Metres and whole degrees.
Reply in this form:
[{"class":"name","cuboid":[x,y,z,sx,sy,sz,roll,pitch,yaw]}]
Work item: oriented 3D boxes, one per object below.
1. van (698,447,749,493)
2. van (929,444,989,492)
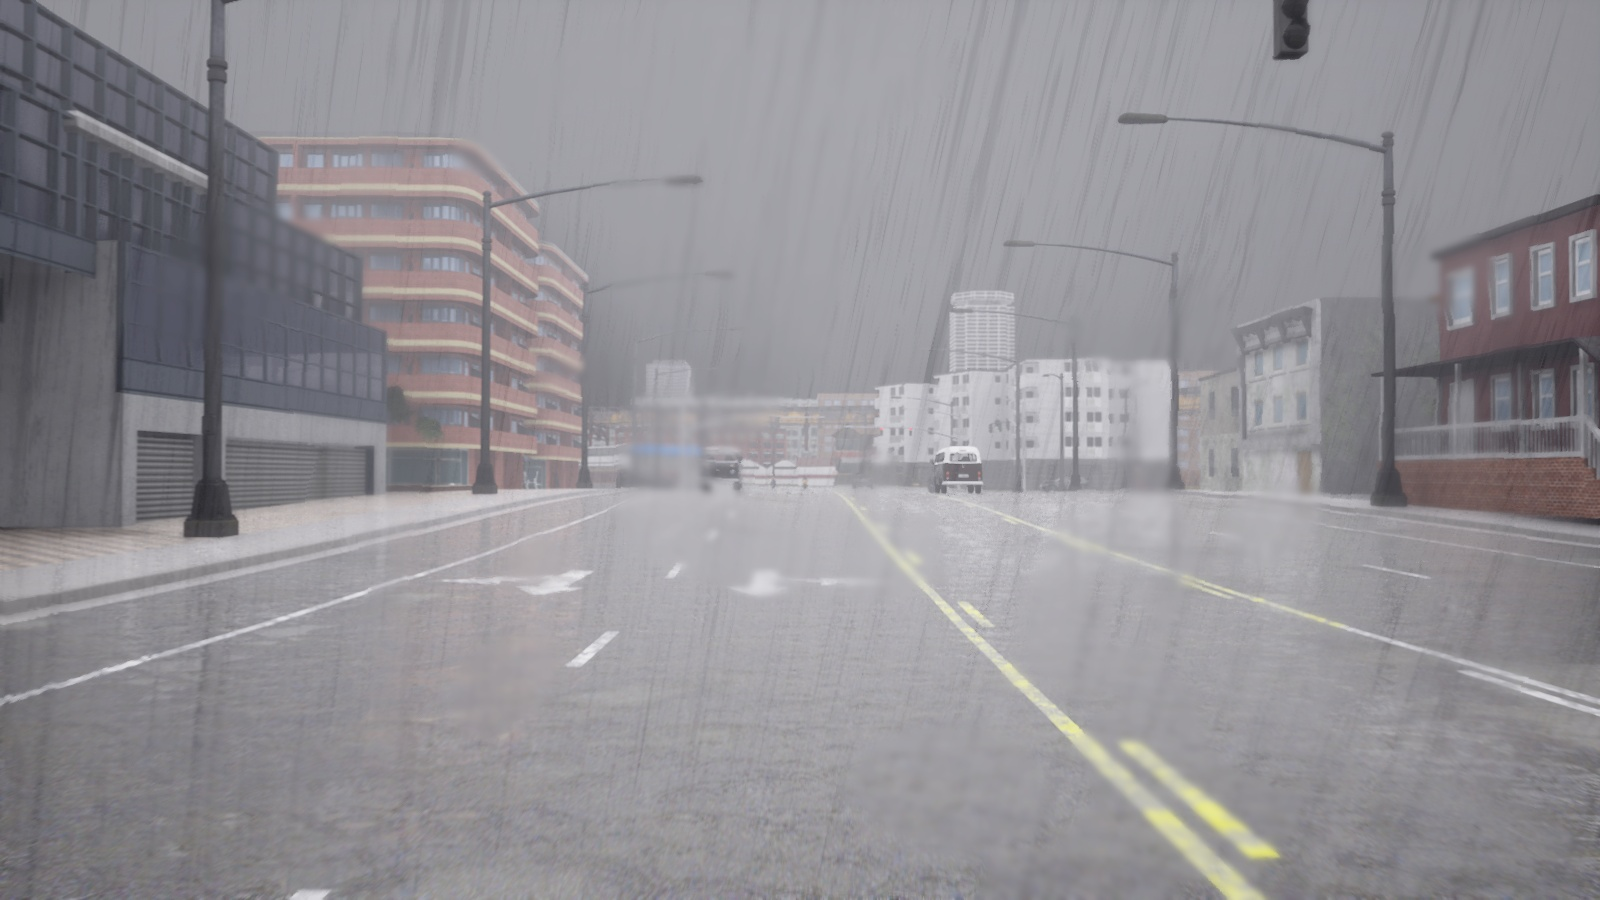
[{"class":"van","cuboid":[-3.501,0.948,58.205,2.069,2.038,4.480,0,-2,0]},{"class":"van","cuboid":[6.999,0.827,55.737,2.069,2.038,4.480,0,-2,0]}]
